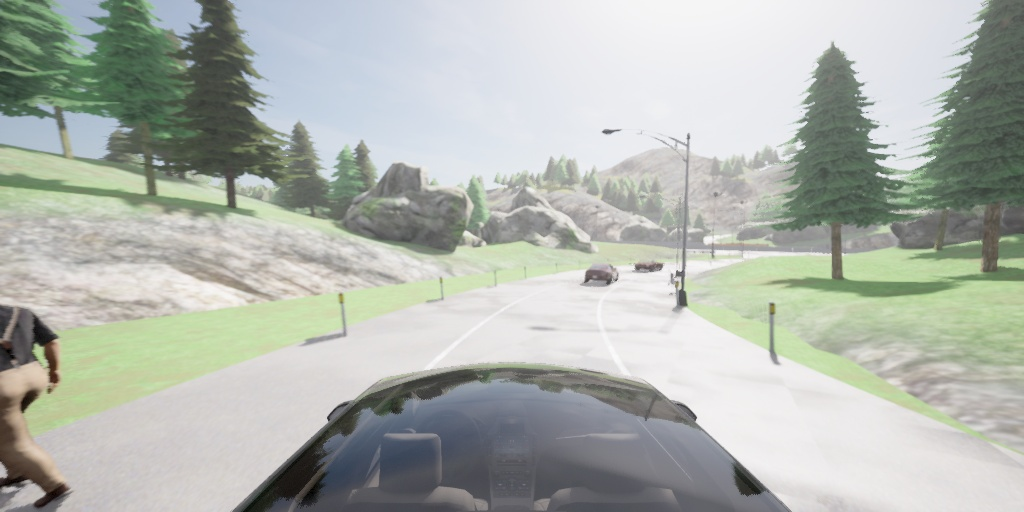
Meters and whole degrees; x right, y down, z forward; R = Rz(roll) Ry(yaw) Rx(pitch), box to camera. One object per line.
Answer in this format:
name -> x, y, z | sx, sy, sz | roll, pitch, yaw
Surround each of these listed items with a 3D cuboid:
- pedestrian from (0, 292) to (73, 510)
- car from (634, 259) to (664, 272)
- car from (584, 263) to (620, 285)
pedestrian -> -3.962, 1.029, 2.781 | 0.375, 1.860, 0.375 | -4, 4, 2
car -> 15.347, 1.006, 39.939 | 1.895, 1.301, 4.718 | 4, 4, 40
car -> 6.669, 1.231, 26.539 | 1.812, 1.442, 4.674 | 2, 2, 26
